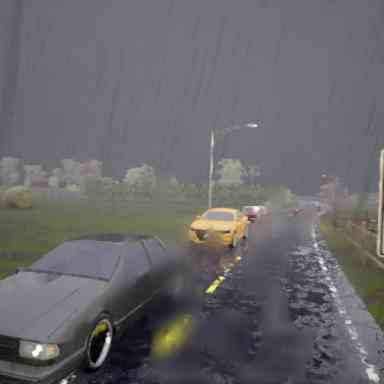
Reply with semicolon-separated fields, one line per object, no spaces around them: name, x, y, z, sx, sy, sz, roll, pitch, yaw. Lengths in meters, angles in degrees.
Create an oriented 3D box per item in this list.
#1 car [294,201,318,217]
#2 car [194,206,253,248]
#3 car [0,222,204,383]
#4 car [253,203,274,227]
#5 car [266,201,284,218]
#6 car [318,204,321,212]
car;12.492;2.001;36.812;1.895;1.301;4.718;2;0;24
car;1.374;1.507;15.343;1.882;1.535;5.008;2;0;18
car;-1.506;1.482;5.940;2.033;1.411;5.357;2;0;16
car;4.621;1.734;24.754;1.895;1.301;4.718;2;0;20
car;8.256;1.753;34.108;1.837;1.490;4.892;2;0;23
car;17.272;2.082;47.561;1.812;1.442;4.674;2;0;26
